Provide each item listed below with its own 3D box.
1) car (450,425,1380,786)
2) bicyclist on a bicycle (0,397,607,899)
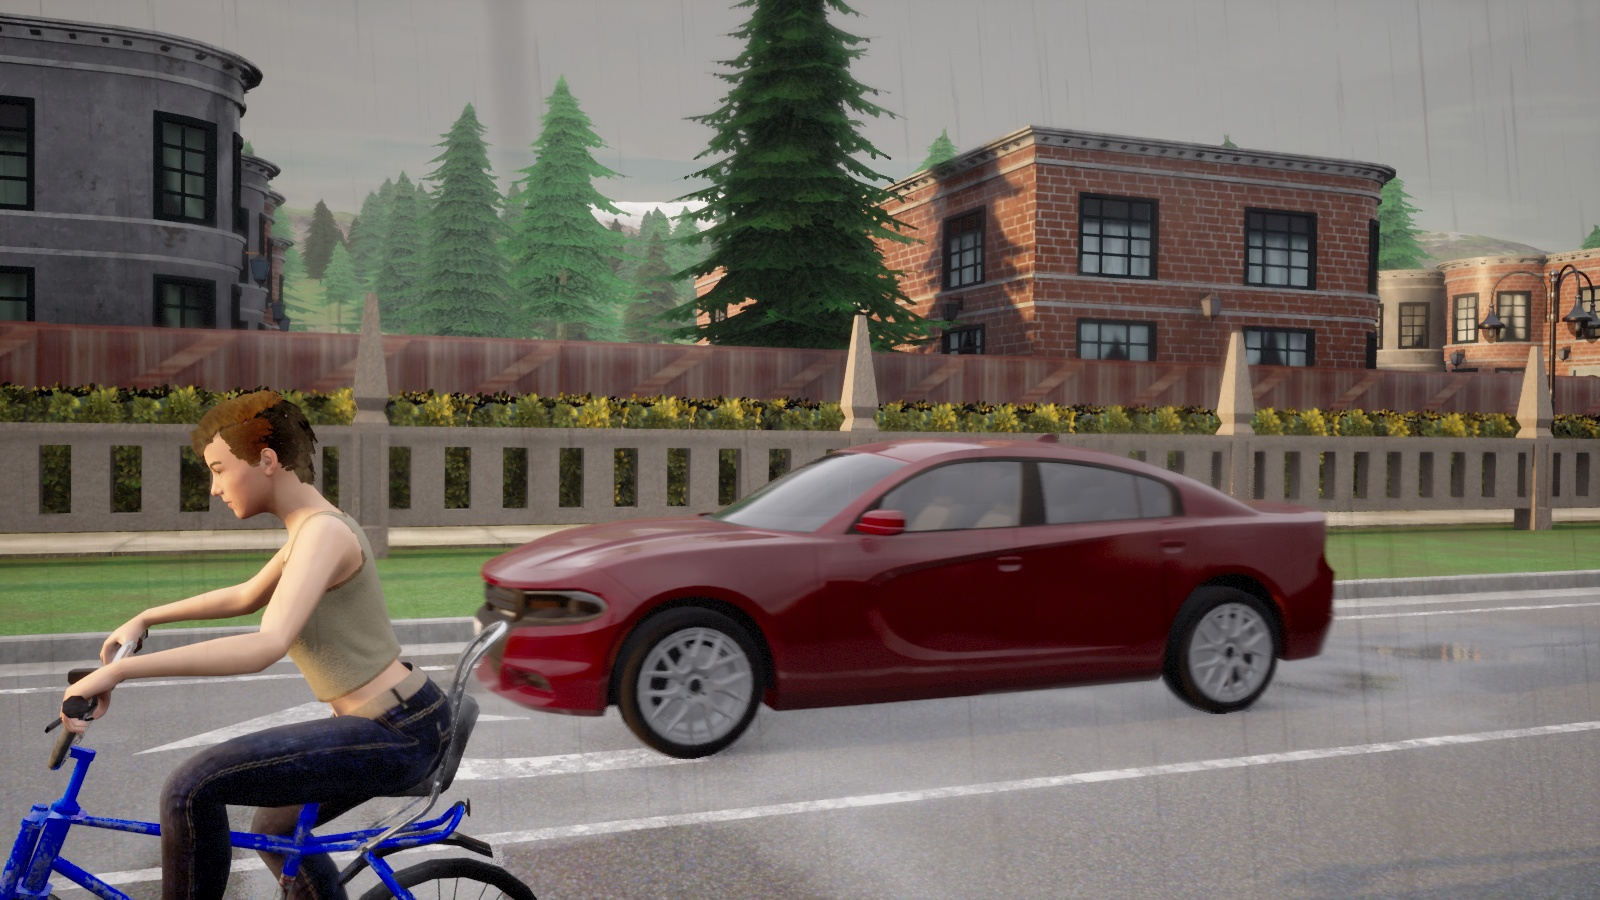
[{"bbox_3d":[0.672,0.651,7.240,5.008,1.535,1.882,-1,1,-21],"label":"car"},{"bbox_3d":[-1.262,0.703,2.754,1.509,1.612,0.866,-1,1,-20],"label":"bicyclist on a bicycle"}]
